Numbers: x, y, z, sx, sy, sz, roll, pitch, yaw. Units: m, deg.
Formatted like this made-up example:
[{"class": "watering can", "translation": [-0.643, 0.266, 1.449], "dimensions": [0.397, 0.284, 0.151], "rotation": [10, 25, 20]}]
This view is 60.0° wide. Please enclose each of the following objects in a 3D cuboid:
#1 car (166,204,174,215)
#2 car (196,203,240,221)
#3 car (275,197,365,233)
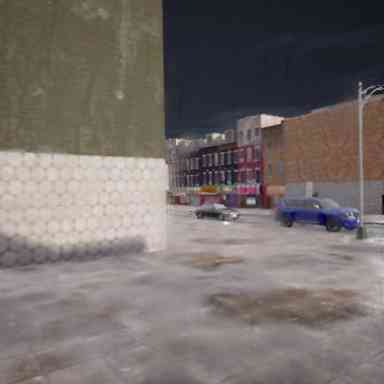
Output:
[{"class": "car", "translation": [-3.927, 1.775, 37.586], "dimensions": [1.882, 1.535, 5.008], "rotation": [-1, 0, -35]}, {"class": "car", "translation": [2.134, 1.711, 29.082], "dimensions": [1.812, 1.442, 4.674], "rotation": [-1, 0, -36]}, {"class": "car", "translation": [7.836, 1.331, 21.049], "dimensions": [2.150, 2.045, 5.566], "rotation": [-1, 0, -35]}]
